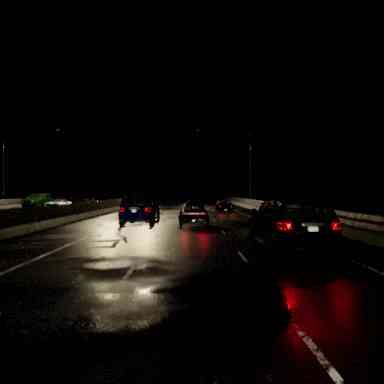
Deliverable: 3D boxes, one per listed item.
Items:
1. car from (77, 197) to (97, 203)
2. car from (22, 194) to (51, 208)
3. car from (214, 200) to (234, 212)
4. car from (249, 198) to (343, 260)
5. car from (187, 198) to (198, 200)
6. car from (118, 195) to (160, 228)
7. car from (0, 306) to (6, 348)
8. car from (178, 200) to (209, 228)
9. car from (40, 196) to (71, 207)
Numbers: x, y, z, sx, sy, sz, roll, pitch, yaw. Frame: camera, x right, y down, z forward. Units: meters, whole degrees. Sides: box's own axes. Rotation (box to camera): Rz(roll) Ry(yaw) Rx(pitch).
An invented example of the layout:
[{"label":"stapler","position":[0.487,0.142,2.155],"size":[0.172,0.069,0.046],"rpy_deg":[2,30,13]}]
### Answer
[{"label":"car","position":[-14.079,1.511,44.870],"size":[1.837,1.490,4.892],"rpy_deg":[0,0,0]},{"label":"car","position":[-21.072,1.228,45.627],"size":[2.150,2.045,5.566],"rpy_deg":[0,0,0]},{"label":"car","position":[3.603,1.606,37.938],"size":[1.895,1.301,4.718],"rpy_deg":[0,0,0]},{"label":"car","position":[3.601,1.221,12.560],"size":[2.150,2.045,5.566],"rpy_deg":[0,0,0]},{"label":"car","position":[0.103,1.509,39.237],"size":[1.837,1.490,4.892],"rpy_deg":[0,0,0]},{"label":"car","position":[-3.398,1.222,22.137],"size":[2.150,2.045,5.566],"rpy_deg":[0,0,0]},{"label":"car","position":[-3.400,1.504,2.486],"size":[1.837,1.490,4.892],"rpy_deg":[0,0,0]},{"label":"car","position":[0.101,1.495,22.164],"size":[2.128,1.511,4.902],"rpy_deg":[0,0,0]},{"label":"car","position":[-17.584,1.605,43.686],"size":[1.895,1.301,4.718],"rpy_deg":[0,0,0]}]
